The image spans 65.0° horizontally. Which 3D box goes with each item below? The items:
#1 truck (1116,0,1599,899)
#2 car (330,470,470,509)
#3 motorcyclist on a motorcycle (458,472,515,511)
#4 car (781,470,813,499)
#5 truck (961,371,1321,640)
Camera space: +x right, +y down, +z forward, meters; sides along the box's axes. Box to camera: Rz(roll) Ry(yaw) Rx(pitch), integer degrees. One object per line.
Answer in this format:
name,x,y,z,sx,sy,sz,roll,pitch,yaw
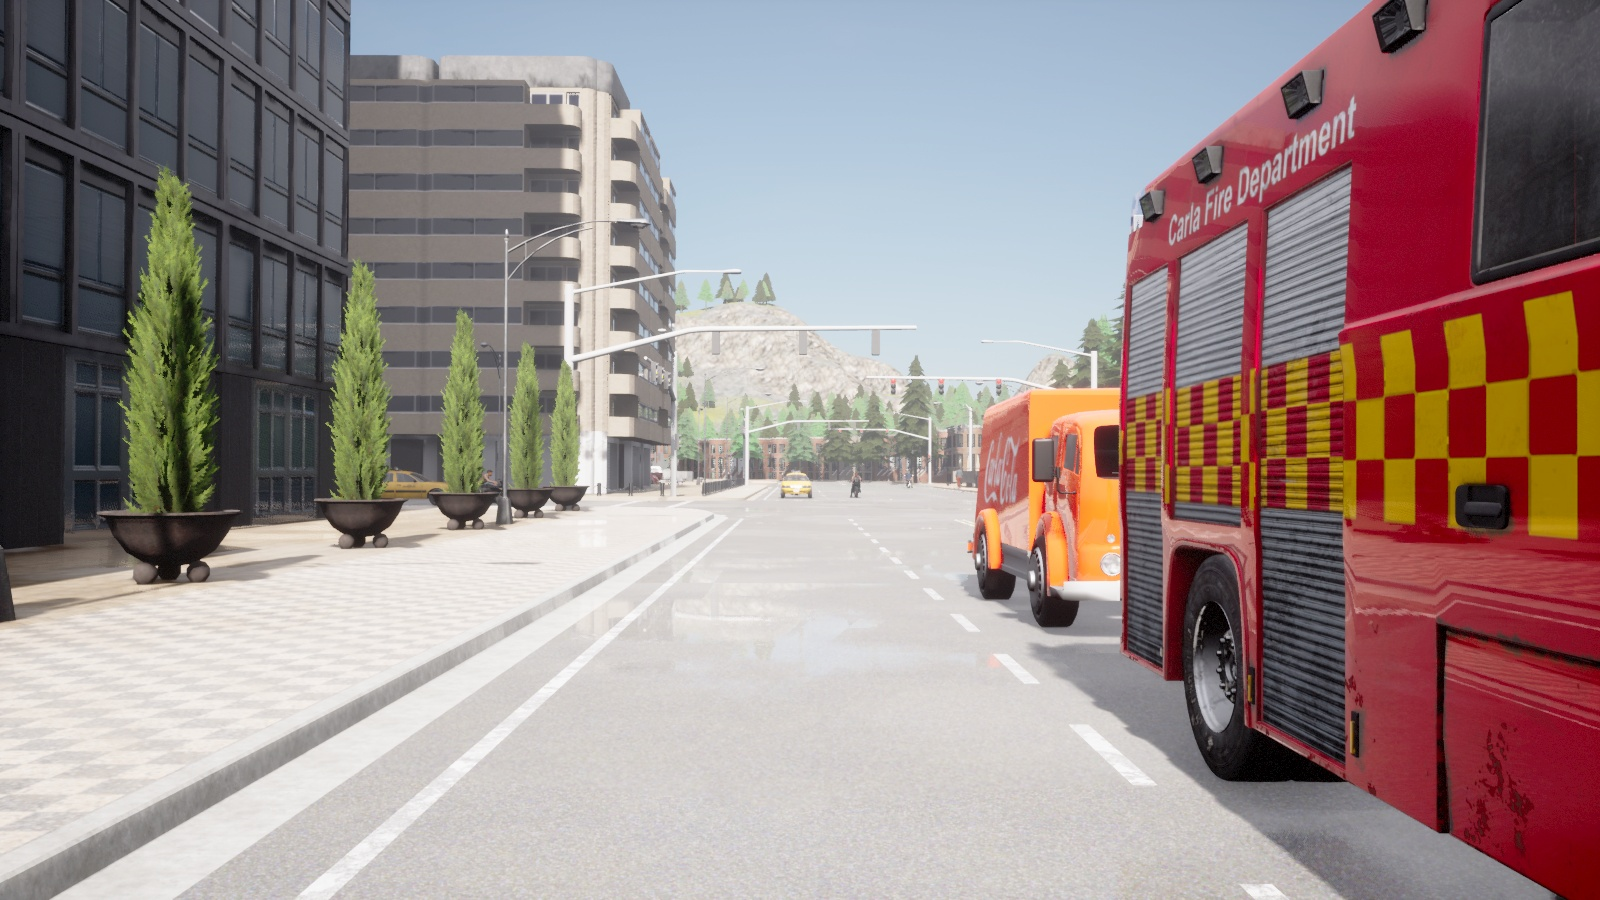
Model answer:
truck,3.485,-0.301,3.774,2.891,3.827,8.468,0,-1,0
car,-16.922,1.659,53.309,5.366,1.575,1.801,0,-1,0
motorcyclist on a motorcycle,-12.417,1.625,49.796,2.044,1.523,0.797,0,-1,0
car,-0.191,1.982,73.270,1.801,1.575,5.366,0,-1,0
truck,3.465,0.551,14.149,2.627,2.467,5.204,0,-1,0
